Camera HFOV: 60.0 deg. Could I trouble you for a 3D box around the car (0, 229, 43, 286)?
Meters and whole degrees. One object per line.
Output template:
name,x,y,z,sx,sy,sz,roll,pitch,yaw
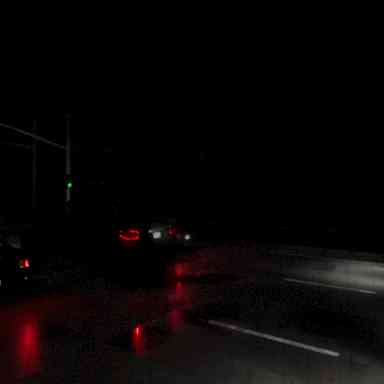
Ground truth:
car,-5.920,1.627,8.201,4.718,1.301,1.895,0,0,36

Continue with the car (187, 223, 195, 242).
car,-2.041,1.553,14.033,4.674,1.442,1.812,0,0,36

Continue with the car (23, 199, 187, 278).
car,-3.121,1.248,10.500,5.566,2.045,2.150,0,0,36
